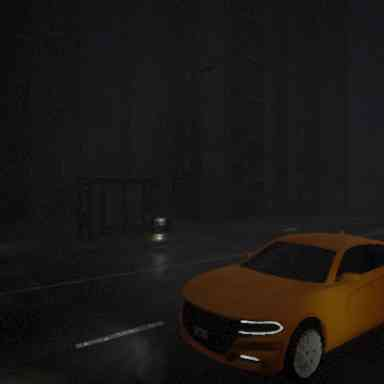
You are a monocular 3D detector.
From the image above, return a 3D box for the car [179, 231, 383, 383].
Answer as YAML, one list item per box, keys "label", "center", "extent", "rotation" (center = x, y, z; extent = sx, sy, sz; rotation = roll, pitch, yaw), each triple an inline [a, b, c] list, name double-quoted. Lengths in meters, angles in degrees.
- label: "car"
  center: [2.096, 1.474, 5.621]
  extent: [5.008, 1.535, 1.882]
  rotation: [0, 0, -37]
